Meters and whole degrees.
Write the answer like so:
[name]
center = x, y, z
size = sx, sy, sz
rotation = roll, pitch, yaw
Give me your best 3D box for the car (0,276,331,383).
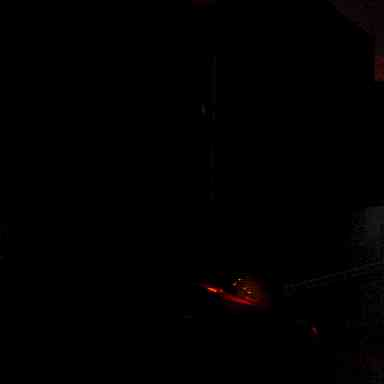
[car]
center = -0.671, 1.565, 2.927
size = 4.181, 1.385, 1.994
rotation = 0, 0, -36
